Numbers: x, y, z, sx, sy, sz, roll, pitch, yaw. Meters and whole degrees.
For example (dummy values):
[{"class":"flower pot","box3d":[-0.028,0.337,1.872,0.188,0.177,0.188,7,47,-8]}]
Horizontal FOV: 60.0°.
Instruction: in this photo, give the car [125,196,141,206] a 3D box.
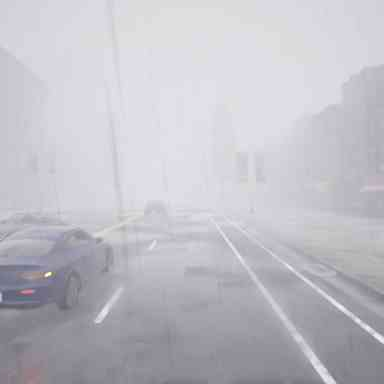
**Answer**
[{"class":"car","box3d":[-9.813,1.419,56.072,2.097,1.767,4.553,0,-1,0]}]

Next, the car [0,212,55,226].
[{"class":"car","box3d":[-6.602,1.531,13.576,1.994,1.385,4.181,0,0,0]}]

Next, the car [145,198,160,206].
[{"class":"car","box3d":[-6.560,1.666,55.919,1.895,1.301,4.718,0,-1,1]}]

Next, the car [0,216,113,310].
[{"class":"car","box3d":[-3.157,1.504,7.608,1.812,1.442,4.674,0,0,0]}]

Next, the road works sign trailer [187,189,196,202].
[{"class":"road works sign trailer","box3d":[-0.022,0.931,87.219,2.380,3.560,2.880,0,-1,0]}]

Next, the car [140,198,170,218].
[{"class":"car","box3d":[-3.158,1.459,29.969,1.837,1.490,4.892,0,0,0]}]
